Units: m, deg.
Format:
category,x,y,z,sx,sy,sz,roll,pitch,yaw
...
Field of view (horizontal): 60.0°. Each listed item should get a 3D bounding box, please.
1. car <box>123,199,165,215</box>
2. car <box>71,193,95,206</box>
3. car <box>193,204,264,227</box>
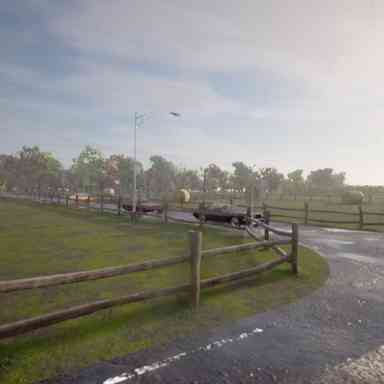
category,x,y,z,sx,sy,sz,roll,pitch,yaw
car,-4.239,1.263,29.111,1.895,1.301,4.718,1,0,-36
car,-13.859,0.932,42.282,1.882,1.535,5.008,1,0,-36
car,2.183,1.404,20.404,1.895,1.301,4.718,1,0,-37
